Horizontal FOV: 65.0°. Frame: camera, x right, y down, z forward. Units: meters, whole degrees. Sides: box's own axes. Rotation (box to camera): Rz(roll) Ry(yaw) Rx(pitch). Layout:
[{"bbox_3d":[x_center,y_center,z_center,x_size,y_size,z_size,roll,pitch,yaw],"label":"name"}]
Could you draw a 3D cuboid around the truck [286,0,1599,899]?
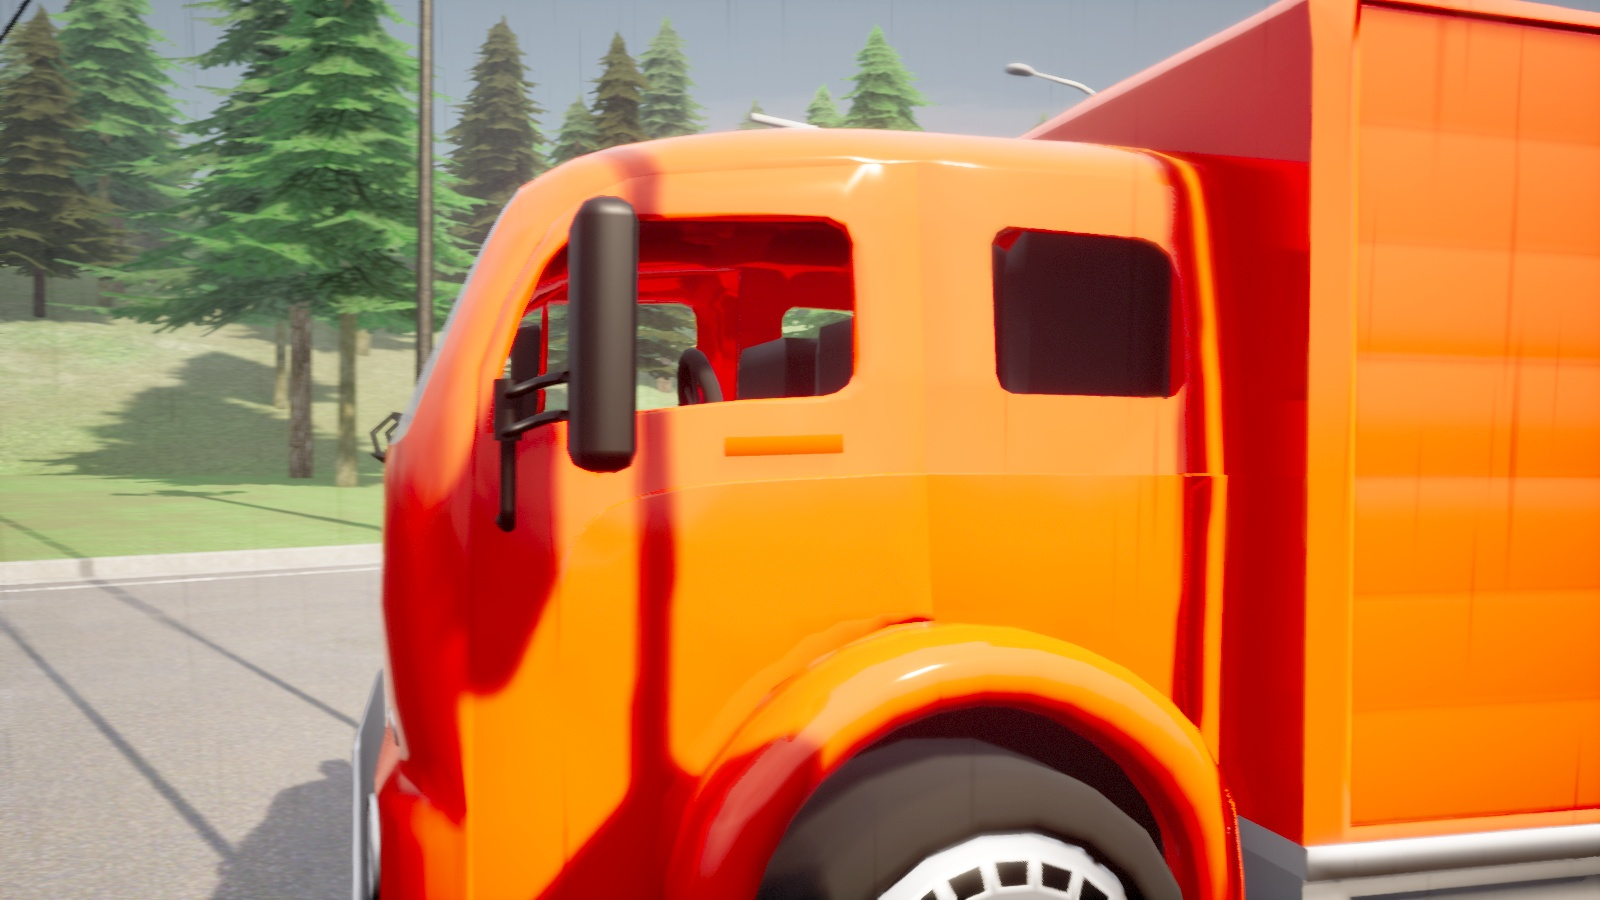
[{"bbox_3d":[1.483,0.226,3.655,5.204,2.467,2.627,-1,1,-15],"label":"truck"}]
